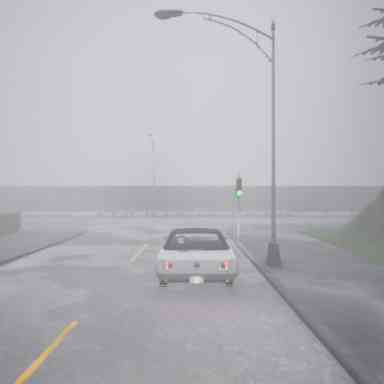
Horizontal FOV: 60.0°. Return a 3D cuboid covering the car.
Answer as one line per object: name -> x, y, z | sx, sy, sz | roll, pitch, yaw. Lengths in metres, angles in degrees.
car -> 0.108, 1.683, 9.618 | 1.895, 1.301, 4.718 | 0, 0, 0
